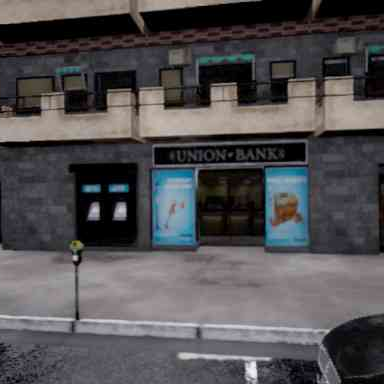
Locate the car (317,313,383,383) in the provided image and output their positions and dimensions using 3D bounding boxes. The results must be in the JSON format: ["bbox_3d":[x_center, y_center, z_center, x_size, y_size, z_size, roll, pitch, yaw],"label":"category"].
[{"bbox_3d":[3.353,1.465,2.711,4.403,1.369,2.008,-1,1,8],"label":"car"}]
